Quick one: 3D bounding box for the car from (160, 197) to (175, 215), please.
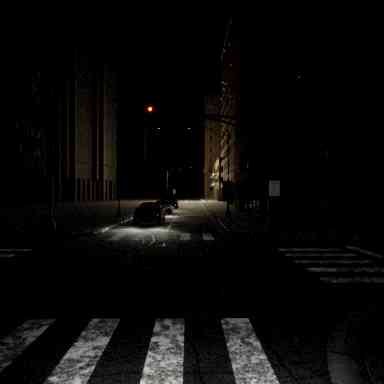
[{"bbox_3d":[-3.036,1.527,34.412,1.812,1.442,4.674,0,0,0],"label":"car"}]

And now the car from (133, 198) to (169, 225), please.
[{"bbox_3d":[-3.053,1.479,24.448,1.882,1.535,5.008,0,0,0],"label":"car"}]

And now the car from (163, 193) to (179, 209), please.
[{"bbox_3d":[-3.001,1.222,45.122,2.150,2.045,5.566,0,0,1],"label":"car"}]
